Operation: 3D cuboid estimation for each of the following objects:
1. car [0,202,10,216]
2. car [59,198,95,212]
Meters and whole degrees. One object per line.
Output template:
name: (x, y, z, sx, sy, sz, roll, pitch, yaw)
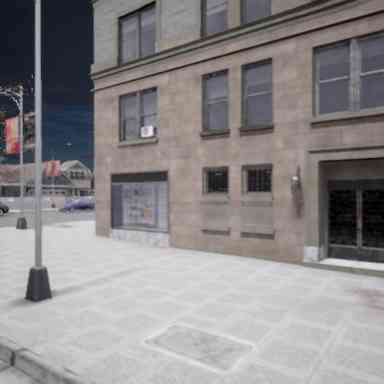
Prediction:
car: (-18.231, 1.399, 28.344, 1.837, 1.490, 4.892, 0, 0, 35)
car: (-12.347, 1.417, 36.707, 1.812, 1.442, 4.674, 0, 0, 36)
